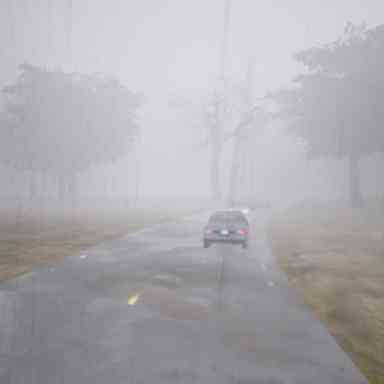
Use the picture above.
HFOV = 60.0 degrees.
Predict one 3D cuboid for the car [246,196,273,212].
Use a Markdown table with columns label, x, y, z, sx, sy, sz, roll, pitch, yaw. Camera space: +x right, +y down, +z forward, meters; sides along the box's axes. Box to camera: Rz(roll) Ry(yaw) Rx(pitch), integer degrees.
| label | x | y | z | sx | sy | sz | roll | pitch | yaw |
| --- | --- | --- | --- | --- | --- | --- | --- | --- | --- |
| car | 7.317 | 1.291 | 34.718 | 1.895 | 1.301 | 4.718 | 0 | 1 | 21 |

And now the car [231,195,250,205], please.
| label | x | y | z | sx | sy | sz | roll | pitch | yaw |
| --- | --- | --- | --- | --- | --- | --- | --- | --- | --- |
| car | 6.067 | 1.060 | 39.968 | 1.882 | 1.535 | 5.008 | 0 | 1 | 23 |

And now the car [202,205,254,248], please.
| label | x | y | z | sx | sy | sz | roll | pitch | yaw |
| --- | --- | --- | --- | --- | --- | --- | --- | --- | --- |
| car | 1.584 | 1.521 | 14.745 | 2.033 | 1.411 | 5.357 | 0 | 0 | 9 |
